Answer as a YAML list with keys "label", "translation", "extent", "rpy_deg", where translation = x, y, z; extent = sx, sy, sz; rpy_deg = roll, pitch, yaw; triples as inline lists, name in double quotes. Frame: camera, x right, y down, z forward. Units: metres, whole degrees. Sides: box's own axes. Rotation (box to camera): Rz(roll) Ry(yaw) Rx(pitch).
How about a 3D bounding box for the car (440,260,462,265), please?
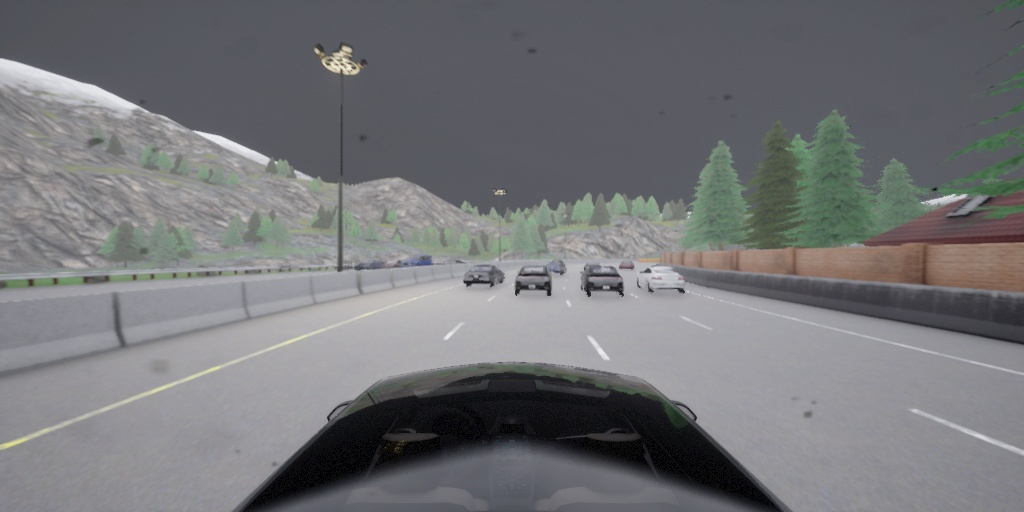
- label: "car"
  translation: [-7.738, 1.218, 46.128]
  extent: [1.837, 1.490, 4.892]
  rpy_deg: [0, -1, 16]

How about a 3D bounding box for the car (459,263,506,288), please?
- label: "car"
  translation: [-1.745, 1.288, 23.989]
  extent: [2.033, 1.411, 5.357]
  rpy_deg: [0, 0, 9]

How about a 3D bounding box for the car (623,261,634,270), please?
- label: "car"
  translation: [17.932, 1.391, 55.745]
  extent: [1.994, 1.385, 4.181]
  rpy_deg: [0, 0, 22]

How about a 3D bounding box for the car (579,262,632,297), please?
- label: "car"
  translation: [4.751, 1.262, 19.285]
  extent: [2.128, 1.511, 4.902]
  rpy_deg: [0, 0, 7]

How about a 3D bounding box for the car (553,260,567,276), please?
- label: "car"
  translation: [4.765, 1.316, 38.584]
  extent: [2.033, 1.411, 5.357]
  rpy_deg: [0, 0, 15]

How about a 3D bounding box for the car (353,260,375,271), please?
- label: "car"
  translation: [-18.387, 1.209, 47.188]
  extent: [2.033, 1.411, 5.357]
  rpy_deg: [0, 0, 15]

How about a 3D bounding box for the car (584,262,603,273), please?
- label: "car"
  translation: [10.272, 1.395, 44.962]
  extent: [1.895, 1.301, 4.718]
  rpy_deg: [0, 0, 18]

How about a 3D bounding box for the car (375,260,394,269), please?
- label: "car"
  translation: [-15.029, 1.203, 46.054]
  extent: [1.812, 1.442, 4.674]
  rpy_deg: [0, 0, 15]

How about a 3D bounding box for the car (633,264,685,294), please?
- label: "car"
  translation: [8.480, 1.313, 20.647]
  extent: [1.812, 1.442, 4.674]
  rpy_deg: [0, 0, 9]

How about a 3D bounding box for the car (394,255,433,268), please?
- label: "car"
  translation: [-11.815, 0.914, 44.591]
  extent: [2.150, 2.045, 5.566]
  rpy_deg: [0, 0, 15]

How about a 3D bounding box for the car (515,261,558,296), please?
- label: "car"
  translation: [1.275, 1.246, 19.602]
  extent: [2.128, 1.511, 4.902]
  rpy_deg: [0, 0, 7]
